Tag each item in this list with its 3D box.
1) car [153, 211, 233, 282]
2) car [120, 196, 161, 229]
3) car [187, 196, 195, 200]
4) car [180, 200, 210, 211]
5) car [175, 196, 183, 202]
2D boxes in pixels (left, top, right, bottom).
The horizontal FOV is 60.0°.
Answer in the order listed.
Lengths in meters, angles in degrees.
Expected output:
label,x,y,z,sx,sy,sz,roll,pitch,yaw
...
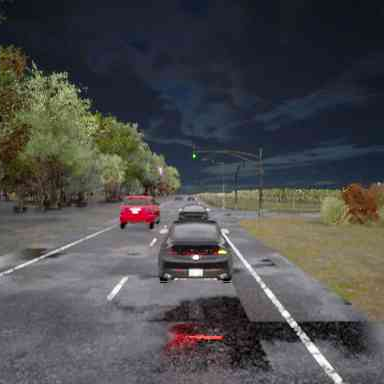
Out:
label,x,y,z,sx,sy,sz,roll,pitch,yaw
car,0.082,1.545,9.877,1.837,1.490,4.892,0,0,0
car,-3.443,1.308,22.757,2.150,2.045,5.566,0,0,0
car,-0.169,1.828,92.794,1.837,1.490,4.892,0,0,0
car,0.181,1.563,22.322,1.882,1.535,5.008,0,0,2
car,-3.663,1.819,89.884,1.837,1.490,4.892,0,0,0
